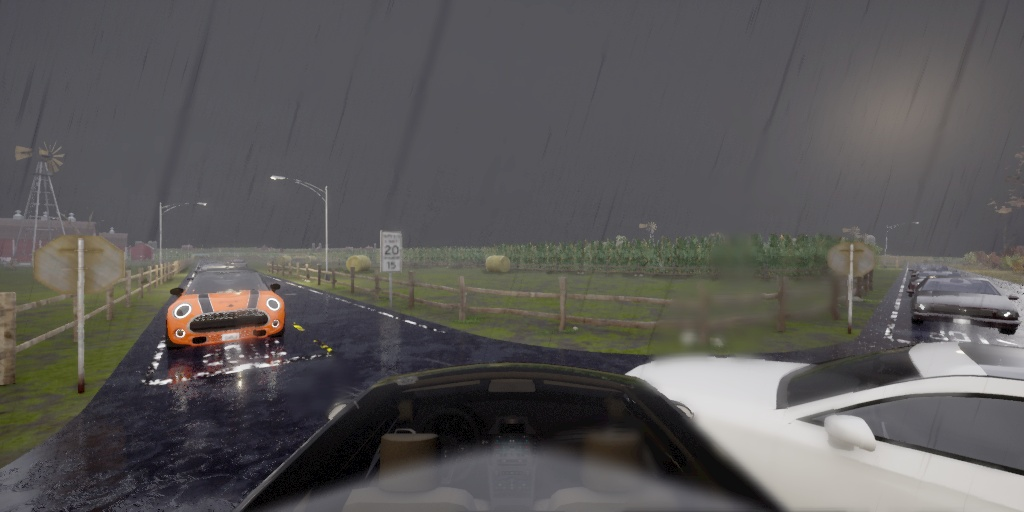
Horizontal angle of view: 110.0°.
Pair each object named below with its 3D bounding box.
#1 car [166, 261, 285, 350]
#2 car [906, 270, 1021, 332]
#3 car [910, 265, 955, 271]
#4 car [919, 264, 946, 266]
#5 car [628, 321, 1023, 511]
[{"bbox_3d":[-7.429,1.135,9.416,2.097,1.767,4.553,0,0,-39],"label":"car"},{"bbox_3d":[13.686,1.331,11.065,5.357,1.411,2.033,0,1,-42],"label":"car"},{"bbox_3d":[21.121,1.358,17.742,4.181,1.385,1.994,0,1,-42],"label":"car"},{"bbox_3d":[28.790,1.300,24.617,4.902,1.511,2.128,0,1,-42],"label":"car"},{"bbox_3d":[2.868,1.293,2.162,1.812,1.442,4.674,0,1,-43],"label":"car"}]
